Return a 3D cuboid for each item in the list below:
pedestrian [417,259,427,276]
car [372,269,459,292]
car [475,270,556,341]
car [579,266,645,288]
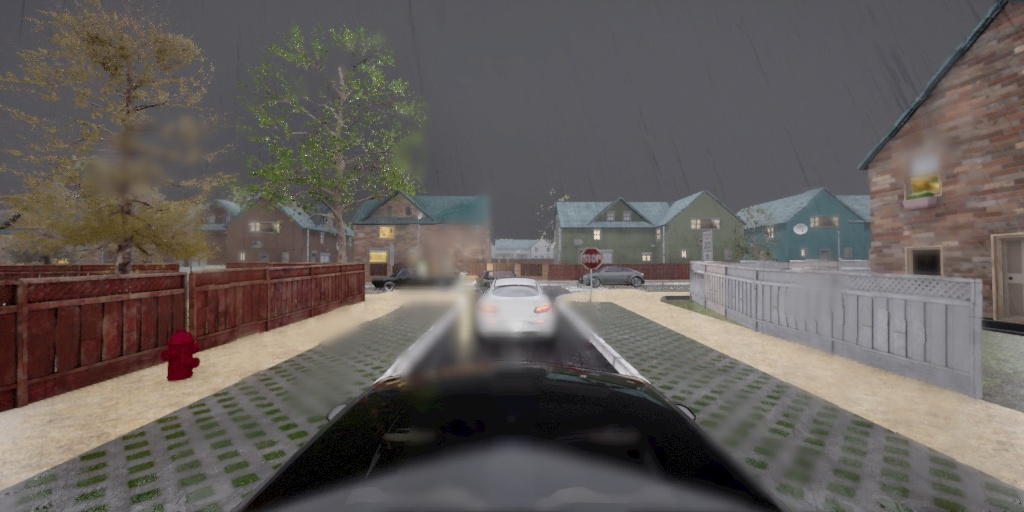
[{"bbox_3d":[-6.718,1.117,26.797,0.375,1.860,0.375,0,-1,1],"label":"pedestrian"},{"bbox_3d":[-5.496,1.415,20.913,4.718,1.301,1.895,-1,-1,1],"label":"car"},{"bbox_3d":[0.097,1.279,9.713,1.812,1.442,4.674,0,0,0],"label":"car"},{"bbox_3d":[6.523,1.342,23.712,4.181,1.385,1.994,0,-1,1],"label":"car"}]
